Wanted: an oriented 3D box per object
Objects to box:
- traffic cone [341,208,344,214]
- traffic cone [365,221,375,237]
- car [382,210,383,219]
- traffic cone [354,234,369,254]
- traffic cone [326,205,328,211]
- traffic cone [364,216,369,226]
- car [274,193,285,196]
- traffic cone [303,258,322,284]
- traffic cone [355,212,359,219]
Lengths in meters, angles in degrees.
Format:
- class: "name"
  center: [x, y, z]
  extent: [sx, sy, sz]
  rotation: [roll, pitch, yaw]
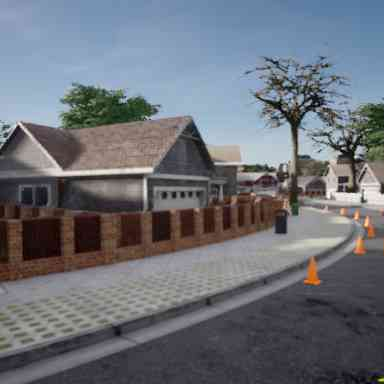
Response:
- class: "traffic cone"
  center: [13.130, 1.644, 28.951]
  extent: [0.340, 0.580, 0.340]
  rotation: [-1, 0, 10]
- class: "traffic cone"
  center: [8.452, 1.782, 15.678]
  extent: [0.340, 0.580, 0.340]
  rotation: [0, 0, 29]
- class: "car"
  center: [11.860, 1.374, 18.408]
  extent: [1.895, 1.301, 4.718]
  rotation: [0, 0, 23]
- class: "traffic cone"
  center: [5.911, 1.835, 11.711]
  extent: [0.340, 0.580, 0.340]
  rotation: [0, 0, 36]
- class: "traffic cone"
  center: [13.646, 1.607, 33.670]
  extent: [0.340, 0.580, 0.340]
  rotation: [-1, 0, 4]
- class: "traffic cone"
  center: [10.519, 1.732, 19.912]
  extent: [0.340, 0.580, 0.340]
  rotation: [0, 0, 23]
- class: "car"
  center: [16.687, 0.955, 63.531]
  extent: [2.033, 1.411, 5.357]
  rotation: [-1, 0, 4]
- class: "traffic cone"
  center: [2.930, 1.887, 8.063]
  extent: [0.340, 0.580, 0.340]
  rotation: [0, 0, 43]
- class: "traffic cone"
  center: [12.086, 1.686, 24.356]
  extent: [0.340, 0.580, 0.340]
  rotation: [0, 0, 16]
